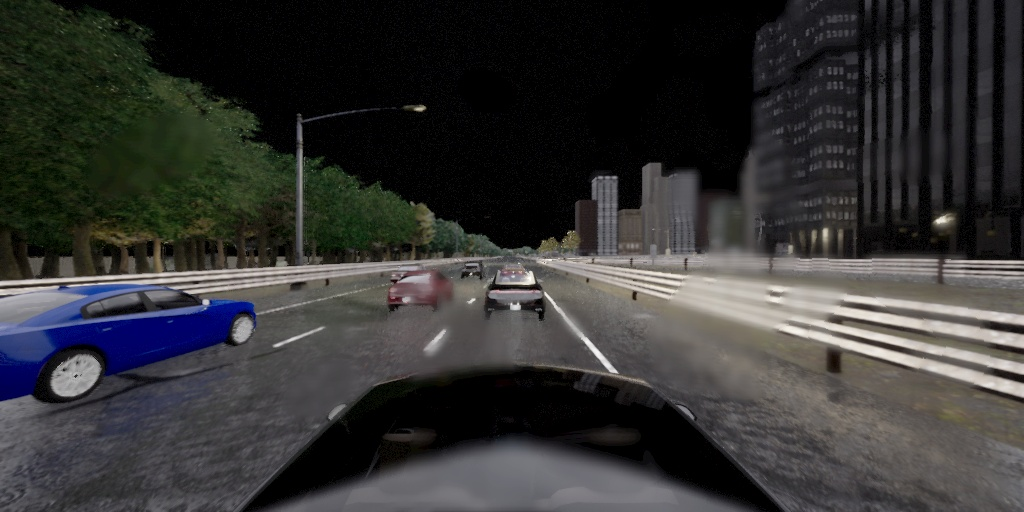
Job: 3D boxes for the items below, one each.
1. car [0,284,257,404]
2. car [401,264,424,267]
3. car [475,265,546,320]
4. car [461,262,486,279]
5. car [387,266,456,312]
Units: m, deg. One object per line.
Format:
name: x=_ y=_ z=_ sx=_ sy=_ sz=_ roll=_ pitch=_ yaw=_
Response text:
car: x=-6.901 y=1.226 z=6.346 sx=1.882 sy=1.535 sz=5.008 roll=0 pitch=0 yaw=0
car: x=-6.892 y=1.291 z=25.183 sx=2.033 sy=1.411 sz=5.357 roll=0 pitch=0 yaw=0
car: x=0.102 y=1.238 z=12.565 sx=2.128 sy=1.511 sz=4.902 roll=0 pitch=0 yaw=0
car: x=-3.392 y=1.244 z=32.117 sx=1.837 sy=1.490 sz=4.892 roll=0 pitch=0 yaw=0
car: x=-3.398 y=1.272 z=14.033 sx=1.812 sy=1.442 sz=4.674 roll=0 pitch=0 yaw=0
